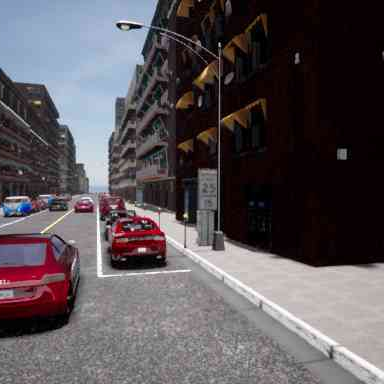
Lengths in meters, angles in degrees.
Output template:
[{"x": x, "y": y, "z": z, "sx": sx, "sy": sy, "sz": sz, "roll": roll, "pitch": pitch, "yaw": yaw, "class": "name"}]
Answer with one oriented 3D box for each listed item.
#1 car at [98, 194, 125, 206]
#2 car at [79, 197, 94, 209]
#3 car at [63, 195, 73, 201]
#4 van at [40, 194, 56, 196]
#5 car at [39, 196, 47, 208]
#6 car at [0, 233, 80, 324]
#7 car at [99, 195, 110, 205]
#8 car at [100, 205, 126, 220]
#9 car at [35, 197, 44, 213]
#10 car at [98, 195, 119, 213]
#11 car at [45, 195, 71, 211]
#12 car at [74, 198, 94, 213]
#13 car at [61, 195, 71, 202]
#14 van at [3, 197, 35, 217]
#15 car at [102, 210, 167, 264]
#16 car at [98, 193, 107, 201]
[{"x": -6.631, "y": 1.308, "z": 27.798, "sx": 2.192, "sy": 1.841, "sz": 5.009, "roll": -1, "pitch": 0, "yaw": -16, "class": "car"}, {"x": -14.884, "y": 1.515, "z": 46.987, "sx": 1.812, "sy": 1.442, "sz": 4.674, "roll": 0, "pitch": 0, "yaw": -16, "class": "car"}, {"x": -31.787, "y": 1.556, "z": 85.443, "sx": 1.947, "sy": 1.339, "sz": 4.313, "roll": -1, "pitch": 0, "yaw": -16, "class": "car"}, {"x": -20.896, "y": 1.326, "z": 47.321, "sx": 1.690, "sy": 1.788, "sz": 3.998, "roll": -1, "pitch": 0, "yaw": -16, "class": "van"}, {"x": -19.327, "y": 1.567, "z": 41.878, "sx": 1.802, "sy": 1.307, "sz": 4.206, "roll": -1, "pitch": 0, "yaw": -16, "class": "car"}, {"x": -3.507, "y": 1.561, "z": 7.091, "sx": 1.994, "sy": 1.385, "sz": 4.181, "roll": 0, "pitch": 0, "yaw": -16, "class": "car"}, {"x": -15.952, "y": 1.432, "z": 60.479, "sx": 1.967, "sy": 1.590, "sz": 4.097, "roll": -1, "pitch": 0, "yaw": -16, "class": "car"}, {"x": -3.520, "y": 1.562, "z": 16.907, "sx": 1.947, "sy": 1.339, "sz": 4.313, "roll": -1, "pitch": 0, "yaw": -16, "class": "car"}, {"x": -17.771, "y": 1.567, "z": 36.432, "sx": 1.802, "sy": 1.307, "sz": 4.206, "roll": -1, "pitch": 0, "yaw": -16, "class": "car"}, {"x": -9.739, "y": 1.307, "z": 38.692, "sx": 2.192, "sy": 1.841, "sz": 5.009, "roll": -1, "pitch": 0, "yaw": -16, "class": "car"}, {"x": -16.049, "y": 1.492, "z": 40.118, "sx": 1.837, "sy": 1.490, "sz": 4.892, "roll": 0, "pitch": 0, "yaw": -16, "class": "car"}, {"x": -12.073, "y": 1.554, "z": 37.328, "sx": 1.994, "sy": 1.385, "sz": 4.181, "roll": 0, "pitch": 0, "yaw": -15, "class": "car"}, {"x": -30.235, "y": 1.428, "z": 79.996, "sx": 1.967, "sy": 1.590, "sz": 4.097, "roll": -1, "pitch": 0, "yaw": -16, "class": "car"}, {"x": -16.219, "y": 1.327, "z": 30.985, "sx": 1.690, "sy": 1.788, "sz": 3.998, "roll": -1, "pitch": 0, "yaw": -16, "class": "van"}, {"x": -2.061, "y": 1.542, "z": 11.789, "sx": 1.887, "sy": 1.381, "sz": 4.507, "roll": -1, "pitch": 0, "yaw": -16, "class": "car"}, {"x": -23.723, "y": 1.311, "z": 87.711, "sx": 2.192, "sy": 1.841, "sz": 5.009, "roll": -1, "pitch": 0, "yaw": -16, "class": "car"}]
